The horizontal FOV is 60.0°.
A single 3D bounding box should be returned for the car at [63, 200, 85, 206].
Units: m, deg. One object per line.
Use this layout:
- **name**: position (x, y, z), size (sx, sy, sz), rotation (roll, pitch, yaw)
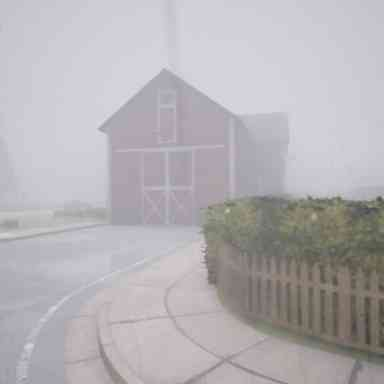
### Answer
- **car**: position (-15.461, 1.779, 44.495), size (1.816, 1.474, 4.193), rotation (-7, -1, 13)
